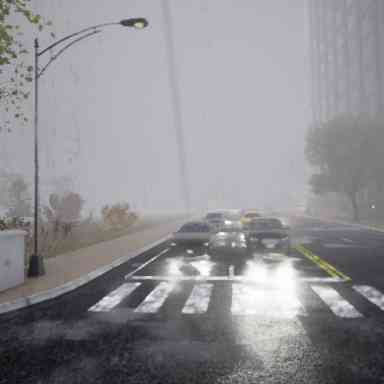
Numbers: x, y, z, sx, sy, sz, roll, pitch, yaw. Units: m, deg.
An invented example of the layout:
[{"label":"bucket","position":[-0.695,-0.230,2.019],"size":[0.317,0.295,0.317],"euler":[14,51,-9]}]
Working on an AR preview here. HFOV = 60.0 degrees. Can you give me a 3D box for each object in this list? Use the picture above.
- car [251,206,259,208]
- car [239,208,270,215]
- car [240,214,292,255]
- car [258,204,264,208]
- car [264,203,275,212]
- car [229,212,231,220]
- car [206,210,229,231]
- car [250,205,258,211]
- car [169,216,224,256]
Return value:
[{"label":"car","position":[7.540,3.029,45.320],"size":[2.128,1.511,4.902],"euler":[-1,-2,8]},{"label":"car","position":[5.185,2.429,28.333],"size":[1.882,1.535,5.008],"euler":[-1,-2,7]},{"label":"car","position":[3.496,2.011,15.871],"size":[2.128,1.511,4.902],"euler":[-1,-2,8]},{"label":"car","position":[15.795,4.237,81.758],"size":[2.128,1.511,4.902],"euler":[-1,-2,8]},{"label":"car","position":[19.071,4.171,81.737],"size":[1.812,1.442,4.674],"euler":[-1,-2,8]},{"label":"car","position":[4.543,3.271,47.287],"size":[1.895,1.301,4.718],"euler":[-1,-2,8]},{"label":"car","position":[1.993,2.542,28.987],"size":[1.837,1.490,4.892],"euler":[-1,-2,7]},{"label":"car","position":[17.190,4.462,92.081],"size":[1.994,1.385,4.181],"euler":[-1,-2,8]},{"label":"car","position":[0.270,2.145,16.248],"size":[2.033,1.411,5.357],"euler":[-1,-2,8]}]
